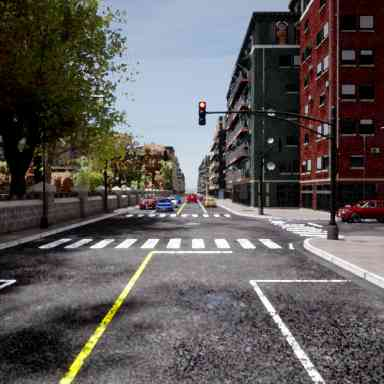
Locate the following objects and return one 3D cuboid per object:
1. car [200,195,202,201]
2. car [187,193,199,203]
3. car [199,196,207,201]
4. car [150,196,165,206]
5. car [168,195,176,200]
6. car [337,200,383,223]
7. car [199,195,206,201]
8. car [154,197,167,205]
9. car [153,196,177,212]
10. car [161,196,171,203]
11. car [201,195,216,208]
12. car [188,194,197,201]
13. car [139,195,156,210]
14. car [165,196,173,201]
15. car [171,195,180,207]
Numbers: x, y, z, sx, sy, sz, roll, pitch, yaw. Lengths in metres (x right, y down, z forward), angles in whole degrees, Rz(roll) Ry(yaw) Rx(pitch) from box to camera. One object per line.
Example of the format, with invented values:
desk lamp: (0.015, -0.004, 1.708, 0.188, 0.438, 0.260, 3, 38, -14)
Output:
car: (2.734, 1.562, 54.960, 1.887, 1.381, 4.507, 0, 0, 0)
car: (0.060, 1.251, 69.238, 2.150, 2.045, 5.566, 0, 0, 0)
car: (2.757, 1.587, 82.636, 1.887, 1.381, 4.507, 0, 0, 0)
car: (-5.647, 1.457, 54.966, 1.967, 1.590, 4.097, 0, 0, 0)
car: (-5.614, 1.580, 93.542, 1.752, 1.417, 4.829, 0, 0, 0)
car: (14.639, 1.591, 27.306, 5.009, 1.841, 2.192, 1, -1, 0)
car: (2.761, 1.593, 88.171, 1.887, 1.381, 4.507, 0, 0, 0)
car: (-5.642, 1.566, 60.502, 1.887, 1.381, 4.507, 0, 0, 0)
car: (-3.067, 1.532, 38.294, 1.812, 1.442, 4.674, 0, 0, 0)
car: (-5.632, 1.613, 71.571, 1.802, 1.307, 4.206, 0, 0, 0)
car: (2.730, 1.538, 49.595, 1.752, 1.417, 4.829, 0, 0, 0)
car: (0.068, 1.306, 79.598, 2.097, 1.767, 4.553, 0, 0, 0)
car: (-5.656, 1.324, 43.896, 2.192, 1.841, 5.009, 0, 0, 0)
car: (-5.623, 1.624, 82.642, 1.802, 1.307, 4.206, 0, 0, 0)
car: (-3.067, 1.538, 48.017, 1.812, 1.442, 4.674, 0, 0, 1)
